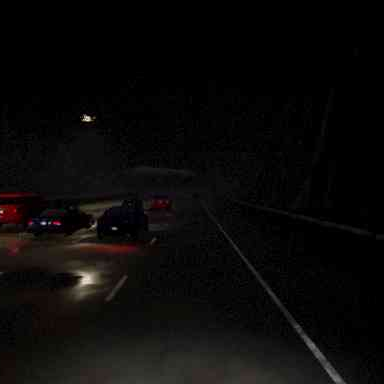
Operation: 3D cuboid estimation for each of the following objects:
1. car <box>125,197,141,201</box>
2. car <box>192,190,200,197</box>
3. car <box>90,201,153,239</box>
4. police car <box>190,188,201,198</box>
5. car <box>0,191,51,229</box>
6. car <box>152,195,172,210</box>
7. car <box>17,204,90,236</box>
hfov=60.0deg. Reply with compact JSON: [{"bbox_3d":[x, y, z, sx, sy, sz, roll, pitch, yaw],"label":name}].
[{"bbox_3d":[-6.910,1.318,38.586,1.994,1.385,4.181,0,1,0],"label":"car"},{"bbox_3d":[1.030,0.328,82.868,1.812,1.442,4.674,0,2,0],"label":"car"},{"bbox_3d":[-3.404,1.435,17.045,1.882,1.535,5.008,0,0,0],"label":"car"},{"bbox_3d":[1.032,0.502,72.969,1.930,1.638,5.238,0,2,0],"label":"police car"},{"bbox_3d":[-10.394,1.156,20.860,2.150,2.045,5.566,0,0,0],"label":"car"},{"bbox_3d":[-3.410,1.116,37.849,2.097,1.767,4.553,0,1,0],"label":"car"},{"bbox_3d":[-6.904,1.500,17.983,2.033,1.411,5.357,0,0,0],"label":"car"}]
